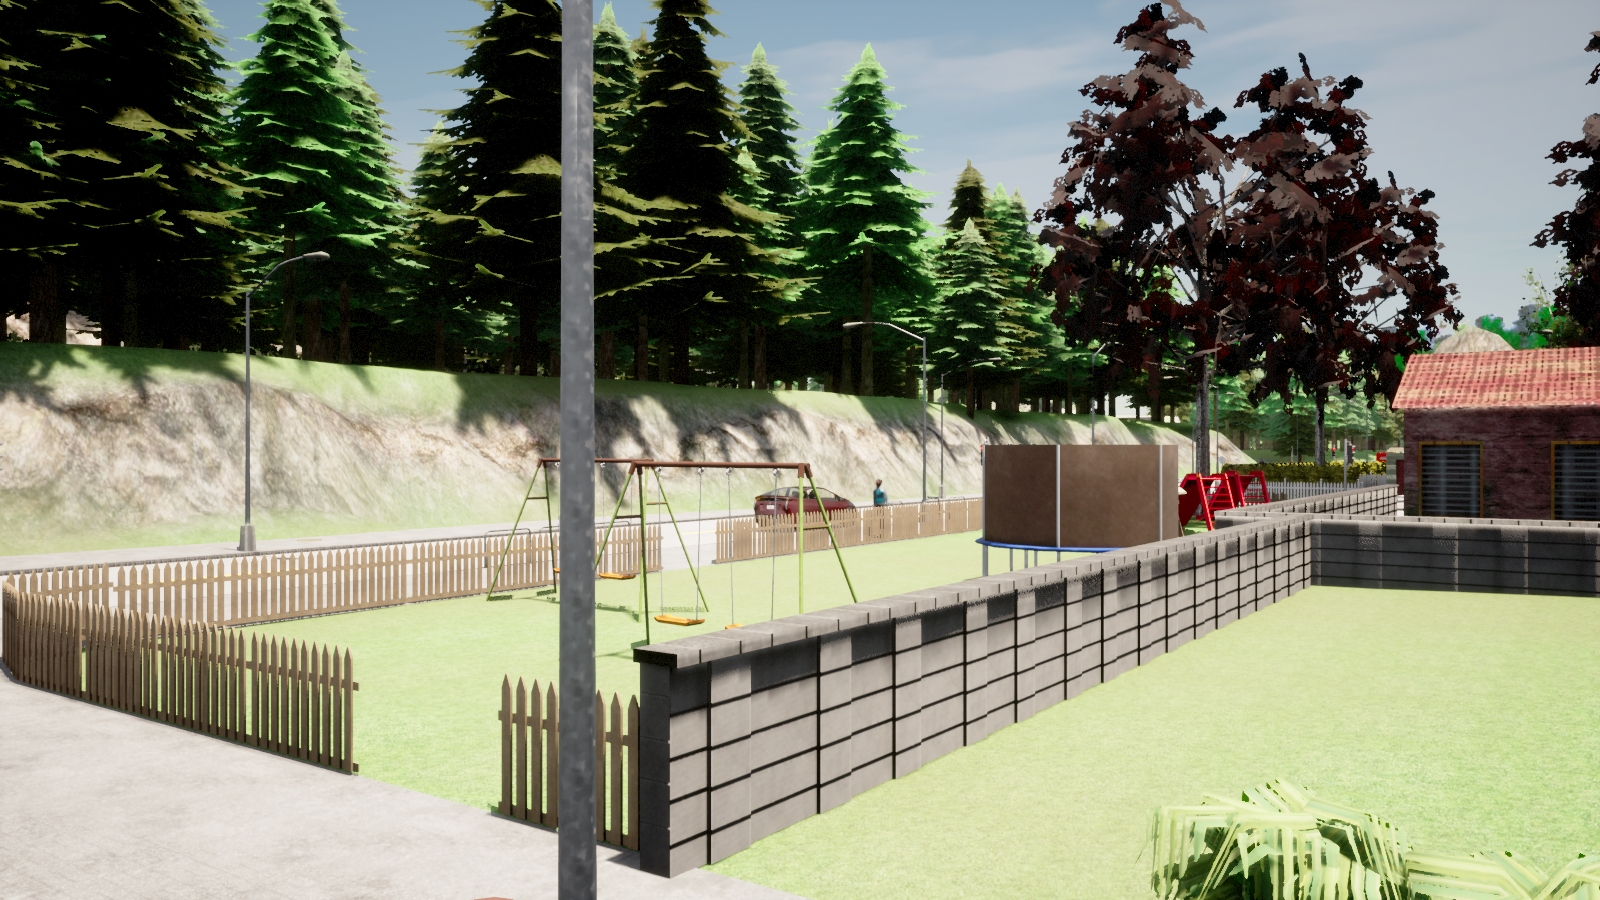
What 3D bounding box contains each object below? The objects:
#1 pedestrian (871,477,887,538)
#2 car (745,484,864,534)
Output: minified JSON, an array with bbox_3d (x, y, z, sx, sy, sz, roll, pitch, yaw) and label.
[{"bbox_3d":[2.408,1.745,34.811,0.375,1.860,0.375,0,0,35],"label":"pedestrian"},{"bbox_3d":[0.223,2.040,40.660,2.007,1.525,4.514,0,0,35],"label":"car"}]
